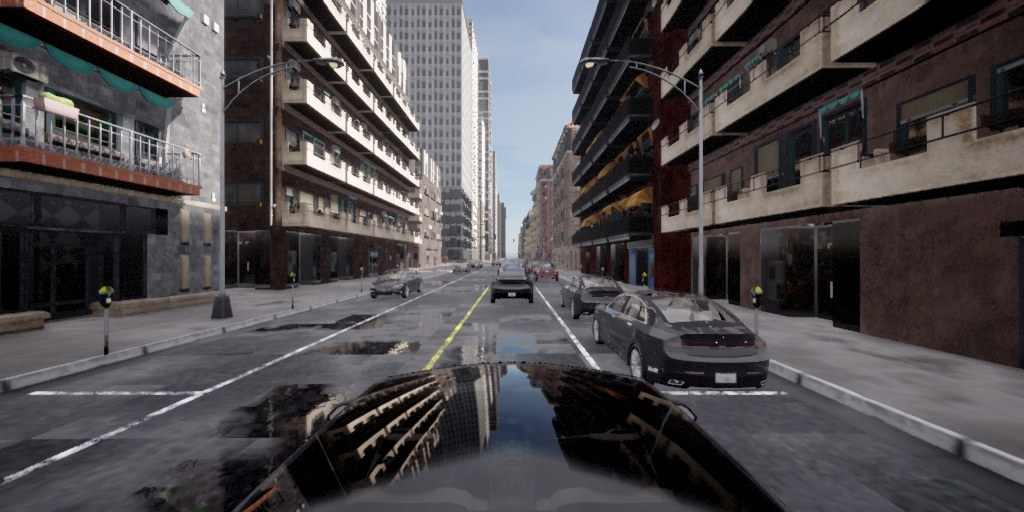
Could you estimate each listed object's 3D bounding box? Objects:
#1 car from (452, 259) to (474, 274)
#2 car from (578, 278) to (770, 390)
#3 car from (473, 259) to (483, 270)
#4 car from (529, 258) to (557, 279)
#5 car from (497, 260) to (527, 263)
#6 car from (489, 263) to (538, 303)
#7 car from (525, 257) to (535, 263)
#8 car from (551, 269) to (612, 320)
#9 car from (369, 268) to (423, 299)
[{"bbox_3d":[-5.690,1.341,40.785,1.802,1.307,4.207,0,0,0],"label":"car"},{"bbox_3d":[2.691,1.300,6.693,2.007,1.370,4.403,0,0,0],"label":"car"},{"bbox_3d":[-5.690,1.205,52.150,1.967,1.591,4.097,0,0,0],"label":"car"},{"bbox_3d":[2.690,1.194,29.421,1.967,1.591,4.097,0,0,0],"label":"car"},{"bbox_3d":[0.001,1.320,31.500,2.033,1.411,5.357,0,0,0],"label":"car"},{"bbox_3d":[0.001,1.269,16.500,1.837,1.490,4.892,0,0,0],"label":"car"},{"bbox_3d":[2.690,1.199,40.786,1.967,1.591,4.097,0,0,0],"label":"car"},{"bbox_3d":[2.691,1.301,12.375,2.007,1.370,4.403,0,0,0],"label":"car"},{"bbox_3d":[-5.690,1.302,18.055,2.007,1.370,4.403,0,0,0],"label":"car"}]
